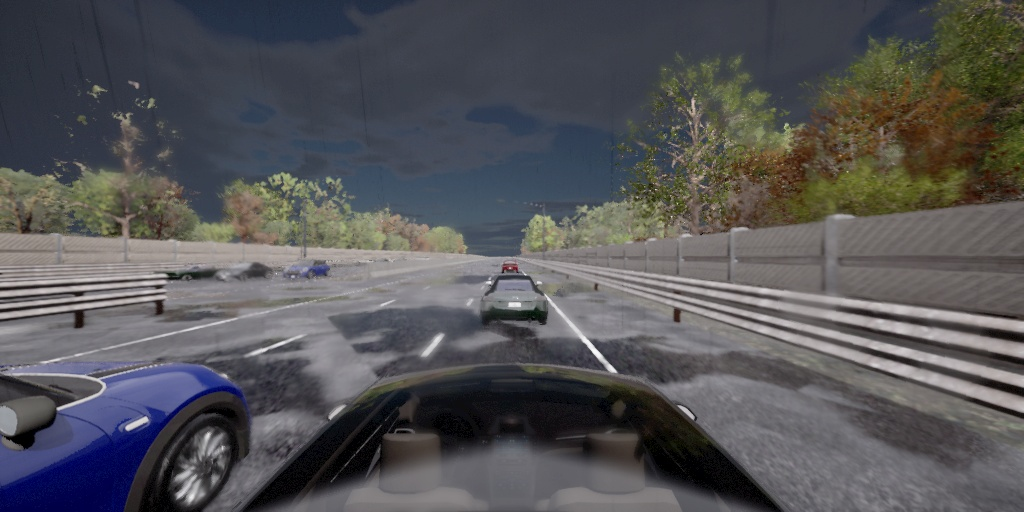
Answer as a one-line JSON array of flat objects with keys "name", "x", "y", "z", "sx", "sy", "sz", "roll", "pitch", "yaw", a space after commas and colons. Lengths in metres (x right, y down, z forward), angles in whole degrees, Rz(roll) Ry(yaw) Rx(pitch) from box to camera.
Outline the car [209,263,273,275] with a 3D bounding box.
[{"name": "car", "x": -21.257, "y": 1.282, "z": 28.787, "sx": 1.812, "sy": 1.442, "sz": 4.674, "roll": 0, "pitch": 0, "yaw": -1}]

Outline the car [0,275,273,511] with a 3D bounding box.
[{"name": "car", "x": -3.406, "y": 1.103, "z": 1.362, "sx": 2.097, "sy": 1.767, "sz": 4.553, "roll": 0, "pitch": 0, "yaw": 0}]

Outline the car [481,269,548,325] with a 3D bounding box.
[{"name": "car", "x": 0.068, "y": 1.316, "z": 11.907, "sx": 1.994, "sy": 1.385, "sz": 4.181, "roll": 0, "pitch": 0, "yaw": 0}]

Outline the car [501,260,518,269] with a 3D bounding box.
[{"name": "car", "x": -0.247, "y": 1.235, "z": 43.658, "sx": 1.882, "sy": 1.535, "sz": 5.008, "roll": 0, "pitch": 0, "yaw": -1}]

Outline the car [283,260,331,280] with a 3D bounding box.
[{"name": "car", "x": -17.786, "y": 1.108, "z": 31.312, "sx": 2.097, "sy": 1.767, "sz": 4.553, "roll": 0, "pitch": 0, "yaw": -1}]

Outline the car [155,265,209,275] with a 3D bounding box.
[{"name": "car", "x": -24.747, "y": 1.357, "z": 27.858, "sx": 1.895, "sy": 1.301, "sz": 4.718, "roll": 0, "pitch": 0, "yaw": -1}]
